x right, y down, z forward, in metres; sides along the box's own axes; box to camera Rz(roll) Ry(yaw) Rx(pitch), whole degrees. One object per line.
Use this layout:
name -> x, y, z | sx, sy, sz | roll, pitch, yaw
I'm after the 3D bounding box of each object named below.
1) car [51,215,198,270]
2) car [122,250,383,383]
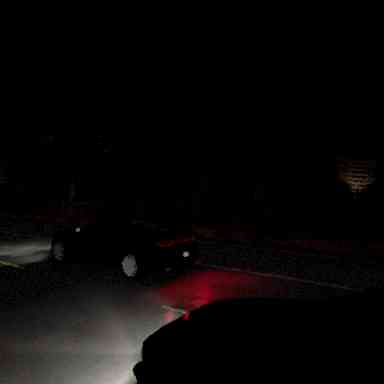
car -> -2.167, 1.406, 9.840 | 5.008, 1.535, 1.882 | 0, 0, 36
car -> 2.010, 1.550, 2.559 | 5.357, 1.411, 2.033 | 1, 0, 36
